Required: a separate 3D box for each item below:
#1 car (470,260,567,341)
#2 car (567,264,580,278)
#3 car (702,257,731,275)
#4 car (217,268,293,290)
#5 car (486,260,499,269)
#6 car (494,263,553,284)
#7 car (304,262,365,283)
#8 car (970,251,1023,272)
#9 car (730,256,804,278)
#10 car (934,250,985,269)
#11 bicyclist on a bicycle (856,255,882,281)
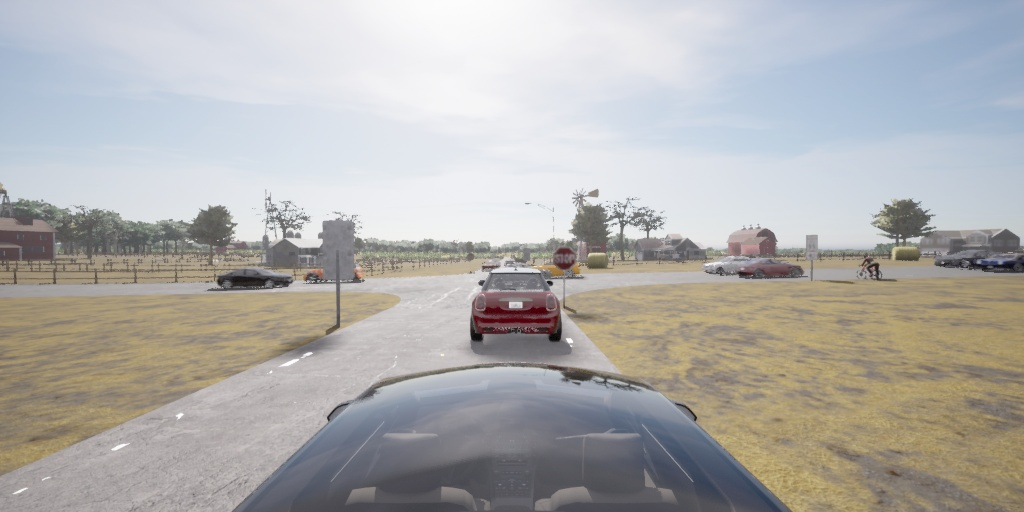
[{"bbox_3d":[0.110,1.099,10.027,2.097,1.767,4.553,0,0,1],"label":"car"},{"bbox_3d":[3.251,1.095,30.438,5.008,1.535,1.882,-2,1,0],"label":"car"},{"bbox_3d":[18.706,0.774,30.488,4.674,1.442,1.812,-1,1,0],"label":"car"},{"bbox_3d":[-18.996,1.609,26.624,5.008,1.535,1.882,-1,1,0],"label":"car"},{"bbox_3d":[-3.235,1.338,59.304,1.994,1.385,4.181,0,0,0],"label":"car"},{"bbox_3d":[0.843,1.255,26.744,4.181,1.385,1.994,-1,0,0],"label":"car"},{"bbox_3d":[-15.100,1.326,30.535,4.553,1.767,2.097,-1,1,-6],"label":"car"},{"bbox_3d":[38.048,0.476,26.869,4.718,1.301,1.895,-1,1,0],"label":"car"},{"bbox_3d":[19.199,0.876,26.792,4.181,1.385,1.994,-1,1,0],"label":"car"},{"bbox_3d":[39.181,0.254,30.557,5.008,1.535,1.882,-1,1,0],"label":"car"},{"bbox_3d":[22.792,0.745,22.911,0.582,1.620,1.656,-1,0,0],"label":"bicyclist on a bicycle"}]
